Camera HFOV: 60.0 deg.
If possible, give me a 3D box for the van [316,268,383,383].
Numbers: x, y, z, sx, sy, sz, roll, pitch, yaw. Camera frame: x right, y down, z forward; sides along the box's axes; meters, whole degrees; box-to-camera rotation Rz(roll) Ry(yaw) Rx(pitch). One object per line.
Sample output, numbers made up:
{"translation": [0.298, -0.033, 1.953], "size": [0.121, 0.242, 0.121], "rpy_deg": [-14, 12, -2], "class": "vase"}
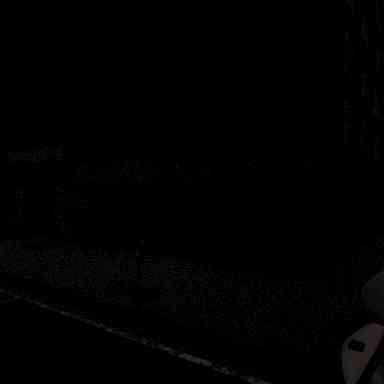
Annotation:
{"translation": [2.479, 1.342, 1.181], "size": [3.998, 1.788, 1.690], "rpy_deg": [0, 1, 35], "class": "van"}
